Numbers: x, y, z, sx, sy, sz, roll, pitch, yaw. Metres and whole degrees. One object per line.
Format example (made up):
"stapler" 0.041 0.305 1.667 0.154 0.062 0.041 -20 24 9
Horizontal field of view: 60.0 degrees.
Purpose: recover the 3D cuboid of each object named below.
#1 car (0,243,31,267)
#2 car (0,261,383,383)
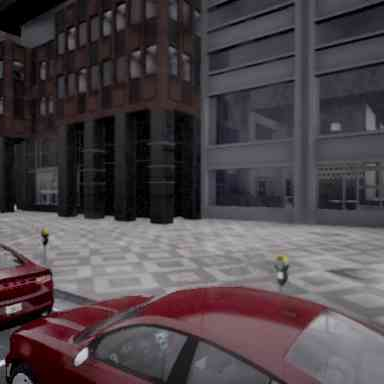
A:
"car" -4.380 1.549 6.105 4.507 1.381 1.887 0 0 36
"car" 0.118 1.546 2.897 4.507 1.381 1.887 0 0 36
